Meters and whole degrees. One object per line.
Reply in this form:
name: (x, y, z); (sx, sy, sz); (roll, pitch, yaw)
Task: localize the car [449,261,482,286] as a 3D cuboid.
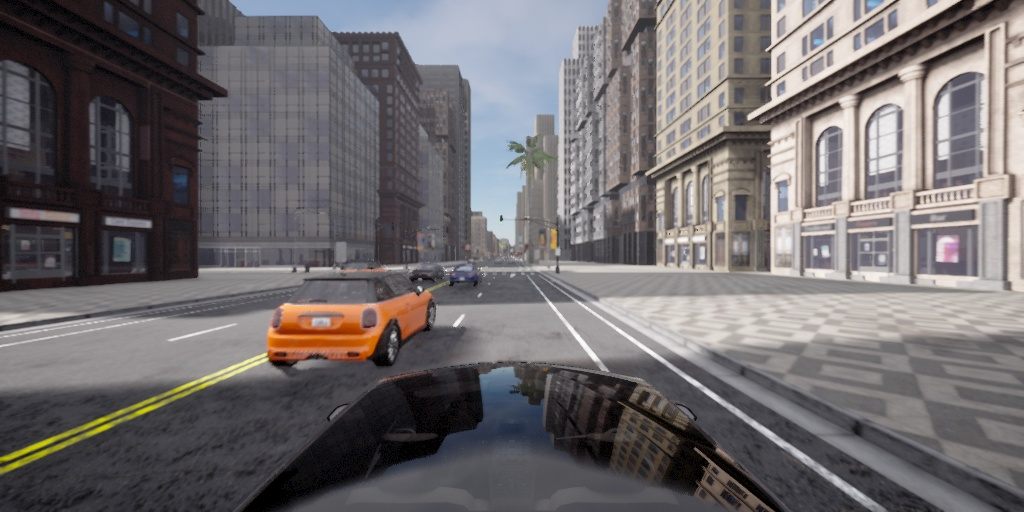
car: (-3.182, 1.284, 25.079); (1.812, 1.442, 4.674); (0, 0, 0)

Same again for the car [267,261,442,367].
car: (-3.161, 1.108, 8.094); (2.097, 1.767, 4.553); (0, 0, 0)

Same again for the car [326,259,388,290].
car: (-9.867, 1.115, 23.279); (2.097, 1.767, 4.553); (0, 0, 0)

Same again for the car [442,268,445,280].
car: (-6.608, 1.311, 28.498); (2.033, 1.411, 5.357); (0, 0, 0)
